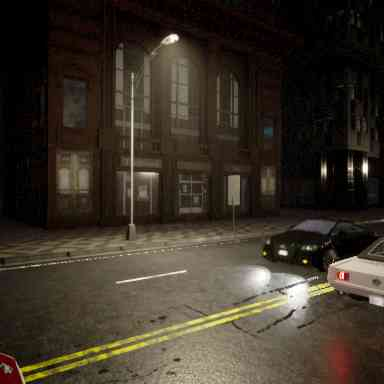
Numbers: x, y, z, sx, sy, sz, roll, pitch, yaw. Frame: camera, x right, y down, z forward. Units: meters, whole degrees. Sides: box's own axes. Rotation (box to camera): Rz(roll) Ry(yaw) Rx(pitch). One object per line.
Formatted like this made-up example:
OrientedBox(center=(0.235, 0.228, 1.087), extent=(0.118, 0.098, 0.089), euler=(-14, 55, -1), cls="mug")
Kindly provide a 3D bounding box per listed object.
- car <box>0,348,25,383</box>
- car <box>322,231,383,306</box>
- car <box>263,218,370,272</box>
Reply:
OrientedBox(center=(-3.037, 1.352, 1.274), extent=(4.553, 1.767, 2.097), euler=(0, 0, -35), cls="car")
OrientedBox(center=(5.031, 1.597, 7.026), extent=(4.718, 1.301, 1.895), euler=(0, 0, -35), cls="car")
OrientedBox(center=(4.239, 1.559, 10.703), extent=(4.181, 1.385, 1.994), euler=(0, 0, -35), cls="car")
